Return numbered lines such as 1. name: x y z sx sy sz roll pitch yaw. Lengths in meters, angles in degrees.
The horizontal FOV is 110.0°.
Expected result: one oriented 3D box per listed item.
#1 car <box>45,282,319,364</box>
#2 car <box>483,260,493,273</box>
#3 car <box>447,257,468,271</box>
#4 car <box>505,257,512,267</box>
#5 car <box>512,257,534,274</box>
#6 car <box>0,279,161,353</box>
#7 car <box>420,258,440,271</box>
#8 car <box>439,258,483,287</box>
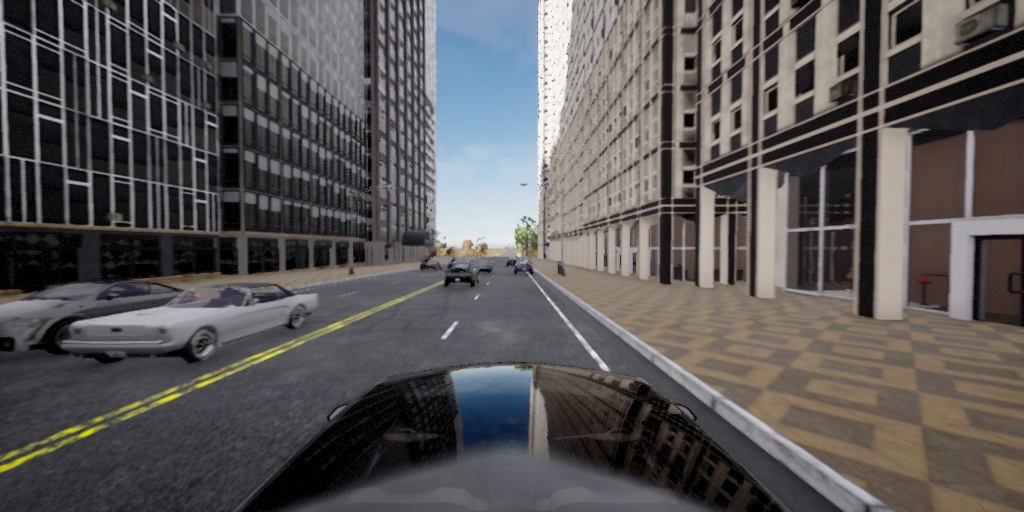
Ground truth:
1. car: -6.558 1.307 8.160 1.895 1.301 4.718 0 0 0
2. car: -3.132 1.058 38.681 1.994 1.385 4.181 0 1 0
3. car: -6.552 0.961 43.499 1.837 1.490 4.892 0 1 0
4. car: 0.030 0.884 54.568 1.837 1.490 4.892 0 1 0
5. car: 1.155 1.040 35.916 1.812 1.442 4.674 0 0 0
6. car: -9.801 1.268 8.476 1.994 1.385 4.181 0 0 1
7. car: -9.802 0.961 43.501 1.837 1.490 4.892 0 1 0
8. car: -3.140 1.110 23.130 1.837 1.490 4.892 0 1 0
